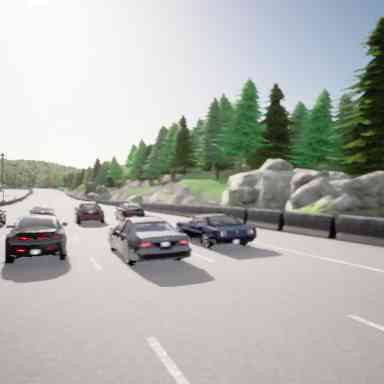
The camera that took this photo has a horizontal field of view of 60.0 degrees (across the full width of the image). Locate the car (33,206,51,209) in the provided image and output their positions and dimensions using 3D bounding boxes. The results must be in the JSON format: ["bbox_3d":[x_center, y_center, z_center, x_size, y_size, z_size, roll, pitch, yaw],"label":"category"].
[{"bbox_3d":[-12.185,1.845,27.010,1.812,1.442,4.674,-1,0,-23],"label":"car"}]

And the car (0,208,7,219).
[{"bbox_3d":[-15.083,1.842,24.887,2.128,1.511,4.902,-1,0,-23],"label":"car"}]

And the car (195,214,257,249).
[{"bbox_3d":[0.820,1.638,14.862,1.895,1.301,4.718,-1,0,-23],"label":"car"}]

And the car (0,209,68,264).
[{"bbox_3d":[-5.834,1.632,12.619,1.837,1.490,4.892,-1,0,-23],"label":"car"}]

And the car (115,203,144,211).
[{"bbox_3d":[-5.505,1.737,29.191,1.837,1.490,4.892,-1,0,-23],"label":"car"}]

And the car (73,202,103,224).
[{"bbox_3d":[-8.626,1.619,27.589,2.097,1.767,4.553,-1,0,-23],"label":"car"}]

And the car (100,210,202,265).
[{"bbox_3d":[-1.776,1.607,12.038,2.033,1.411,5.357,-1,0,-23],"label":"car"}]
